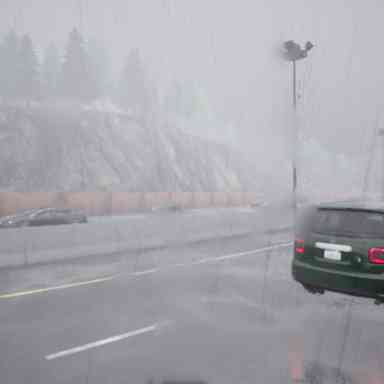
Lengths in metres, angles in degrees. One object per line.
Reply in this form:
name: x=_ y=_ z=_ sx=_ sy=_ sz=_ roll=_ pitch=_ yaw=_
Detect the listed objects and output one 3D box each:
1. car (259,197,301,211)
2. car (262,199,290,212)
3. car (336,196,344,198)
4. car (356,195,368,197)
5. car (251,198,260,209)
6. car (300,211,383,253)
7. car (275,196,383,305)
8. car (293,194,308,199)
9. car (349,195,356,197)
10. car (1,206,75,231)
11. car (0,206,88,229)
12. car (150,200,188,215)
car: x=9.174 y=1.559 z=34.415 sx=1.882 sy=1.535 sz=5.008 roll=-1 pitch=-1 yaw=38
car: x=10.701 y=1.629 z=42.157 sx=1.812 sy=1.442 sz=4.674 roll=-1 pitch=0 yaw=38
car: x=36.175 y=1.605 z=80.919 sx=1.994 sy=1.385 sz=4.181 roll=-1 pitch=0 yaw=38
car: x=36.399 y=1.530 z=69.716 sx=1.882 sy=1.535 sz=5.008 roll=-1 pitch=0 yaw=38
car: x=10.077 y=1.603 z=47.087 sx=1.882 sy=1.535 sz=5.008 roll=-1 pitch=0 yaw=38
car: x=6.814 y=1.620 z=14.819 sx=1.895 sy=1.301 sz=4.718 roll=-1 pitch=0 yaw=44
car: x=4.541 y=1.227 z=7.794 sx=5.566 sy=2.045 sz=2.150 roll=0 pitch=0 yaw=-42
car: x=22.215 y=1.362 z=68.486 sx=2.150 sy=2.045 sz=5.566 roll=-1 pitch=0 yaw=38
car: x=37.629 y=1.394 z=77.068 sx=1.882 sy=1.535 sz=5.008 roll=-1 pitch=0 yaw=38
car: x=-10.489 y=1.718 z=22.760 sx=4.181 sy=1.385 sz=1.994 roll=0 pitch=0 yaw=-41
car: x=-8.689 y=1.622 z=19.716 sx=4.902 sy=1.511 sz=2.128 roll=0 pitch=0 yaw=-40
car: x=-2.479 y=1.651 z=36.496 sx=2.128 sy=1.511 sz=4.902 roll=-1 pitch=0 yaw=38
